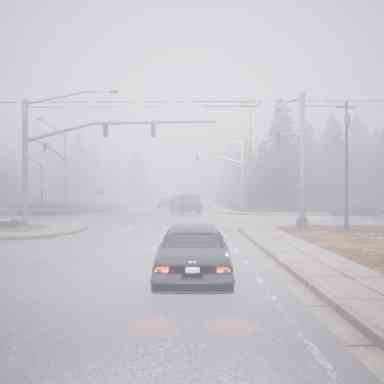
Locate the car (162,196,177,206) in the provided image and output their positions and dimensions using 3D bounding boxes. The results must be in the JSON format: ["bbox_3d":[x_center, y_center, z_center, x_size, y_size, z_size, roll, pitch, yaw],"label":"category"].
[{"bbox_3d":[-3.695,1.491,54.695,2.128,1.511,4.902,0,0,0],"label":"car"}]

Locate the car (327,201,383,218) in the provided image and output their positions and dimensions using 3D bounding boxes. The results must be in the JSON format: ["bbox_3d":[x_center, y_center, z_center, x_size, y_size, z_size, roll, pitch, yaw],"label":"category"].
[{"bbox_3d":[14.503,1.552,29.588,4.674,1.442,1.812,0,0,1],"label":"car"}]

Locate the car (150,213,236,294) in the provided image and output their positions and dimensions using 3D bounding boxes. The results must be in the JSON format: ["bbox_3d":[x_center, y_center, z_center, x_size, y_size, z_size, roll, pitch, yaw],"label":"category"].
[{"bbox_3d":[0.030,1.545,8.919,2.033,1.411,5.357,0,0,0],"label":"car"}]

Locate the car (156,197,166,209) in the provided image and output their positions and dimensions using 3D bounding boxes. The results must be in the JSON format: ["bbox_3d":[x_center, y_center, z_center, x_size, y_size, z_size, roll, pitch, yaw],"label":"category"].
[{"bbox_3d":[-3.698,1.505,45.044,1.837,1.490,4.892,0,0,0],"label":"car"}]

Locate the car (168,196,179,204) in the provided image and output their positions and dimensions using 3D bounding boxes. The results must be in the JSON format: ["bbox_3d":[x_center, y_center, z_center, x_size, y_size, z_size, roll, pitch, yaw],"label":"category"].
[{"bbox_3d":[-3.597,1.505,64.573,1.837,1.490,4.892,0,0,1],"label":"car"}]

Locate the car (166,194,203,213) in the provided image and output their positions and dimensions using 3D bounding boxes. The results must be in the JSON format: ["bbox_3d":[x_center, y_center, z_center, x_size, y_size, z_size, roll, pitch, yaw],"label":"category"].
[{"bbox_3d":[-0.678,1.231,34.023,2.150,2.045,5.566,-2,1,-18],"label":"car"}]
